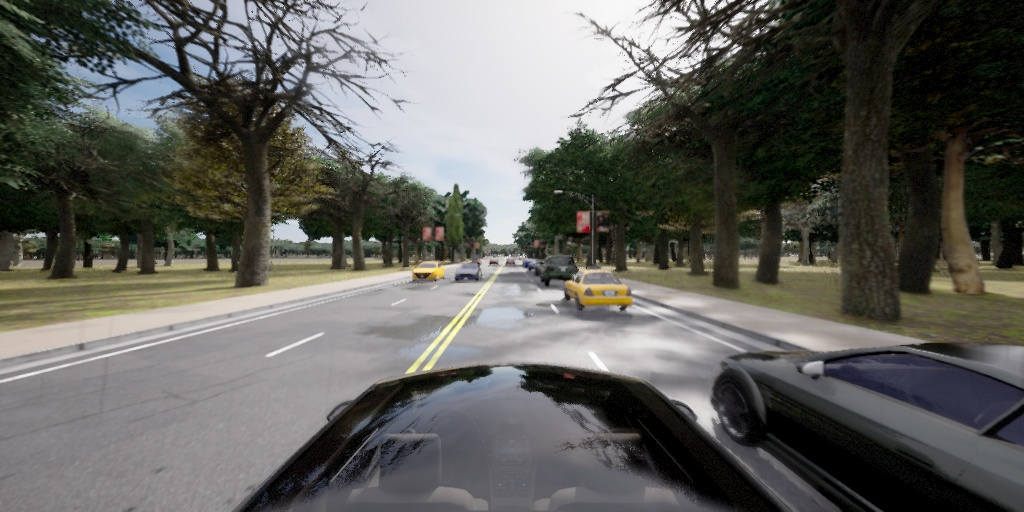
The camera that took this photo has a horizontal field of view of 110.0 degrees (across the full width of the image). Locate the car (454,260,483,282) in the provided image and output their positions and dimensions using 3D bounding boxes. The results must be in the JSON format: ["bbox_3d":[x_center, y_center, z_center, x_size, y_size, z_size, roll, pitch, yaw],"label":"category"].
[{"bbox_3d":[-3.393,1.286,28.905,2.033,1.411,5.357,0,0,0],"label":"car"}]

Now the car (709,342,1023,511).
[{"bbox_3d":[3.349,1.315,2.596,1.994,1.385,4.181,0,0,0],"label":"car"}]

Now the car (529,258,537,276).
[{"bbox_3d":[3.180,1.223,36.280,2.128,1.511,4.902,0,0,0],"label":"car"}]

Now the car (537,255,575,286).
[{"bbox_3d":[3.215,0.963,25.304,2.150,2.045,5.566,0,0,0],"label":"car"}]

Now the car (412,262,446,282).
[{"bbox_3d":[-6.642,1.217,28.993,1.882,1.535,5.008,0,0,0],"label":"car"}]

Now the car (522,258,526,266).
[{"bbox_3d":[3.070,1.185,58.291,1.882,1.535,5.008,0,0,0],"label":"car"}]

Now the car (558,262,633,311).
[{"bbox_3d":[3.239,1.205,14.459,1.801,1.575,5.366,0,0,0],"label":"car"}]

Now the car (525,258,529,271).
[{"bbox_3d":[3.131,1.246,47.286,1.812,1.442,4.674,0,0,0],"label":"car"}]
